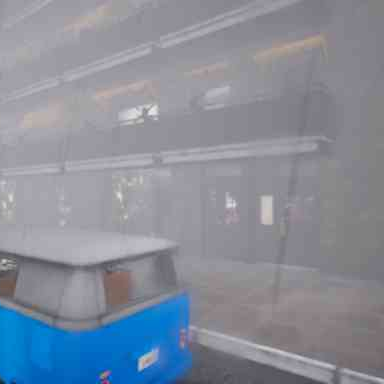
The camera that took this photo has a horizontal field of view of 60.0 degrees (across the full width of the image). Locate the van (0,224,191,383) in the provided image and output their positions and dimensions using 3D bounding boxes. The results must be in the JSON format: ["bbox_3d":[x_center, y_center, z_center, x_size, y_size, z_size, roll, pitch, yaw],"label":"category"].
[{"bbox_3d":[-1.922,1.370,4.250,3.998,1.788,1.690,-1,-1,35],"label":"van"}]
